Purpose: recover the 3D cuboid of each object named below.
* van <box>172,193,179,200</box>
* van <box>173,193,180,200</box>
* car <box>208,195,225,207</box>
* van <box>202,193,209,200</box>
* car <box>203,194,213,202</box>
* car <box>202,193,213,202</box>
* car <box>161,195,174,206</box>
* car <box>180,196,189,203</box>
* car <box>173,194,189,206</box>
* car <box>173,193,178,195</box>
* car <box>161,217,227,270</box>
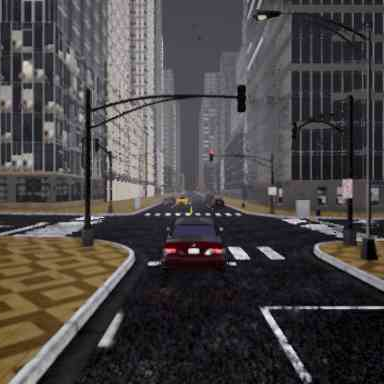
[{"bbox_3d":[-4.281,1.264,88.223,1.690,1.788,3.998,0,0,0],"label":"van"},{"bbox_3d":[-4.312,1.254,93.751,1.690,1.788,3.998,0,0,0],"label":"van"},{"bbox_3d":[3.866,1.547,49.576,1.947,1.339,4.313,0,0,0],"label":"car"},{"bbox_3d":[3.599,1.264,88.268,1.690,1.788,3.998,0,0,0],"label":"van"},{"bbox_3d":[3.662,1.382,77.213,1.967,1.590,4.097,0,0,0],"label":"car"},{"bbox_3d":[3.693,1.266,71.685,2.192,1.841,5.009,0,0,0],"label":"car"},{"bbox_3d":[-4.094,1.557,55.058,1.802,1.307,4.206,0,0,0],"label":"car"},{"bbox_3d":[-1.608,1.480,69.084,1.812,1.442,4.674,0,0,0],"label":"car"},{"bbox_3d":[-1.592,1.454,53.696,1.882,1.535,5.008,0,0,0],"label":"car"},{"bbox_3d":[-4.187,1.517,71.641,1.947,1.339,4.313,0,0,0],"label":"car"},{"bbox_3d":[0.085,1.542,10.895,2.033,1.411,5.357,0,0,1],"label":"car"}]
